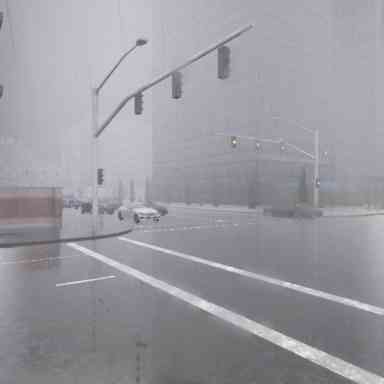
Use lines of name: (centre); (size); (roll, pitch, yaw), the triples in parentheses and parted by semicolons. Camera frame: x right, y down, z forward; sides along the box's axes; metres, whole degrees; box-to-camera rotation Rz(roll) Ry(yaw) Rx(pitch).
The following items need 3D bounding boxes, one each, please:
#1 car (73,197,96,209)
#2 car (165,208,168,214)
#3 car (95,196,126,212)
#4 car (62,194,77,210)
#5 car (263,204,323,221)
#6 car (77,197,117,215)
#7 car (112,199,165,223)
car: (-15.370, 1.526, 47.479); (1.812, 1.442, 4.674); (0, 0, -35)
car: (-4.360, 1.547, 32.085); (2.033, 1.411, 5.357); (0, 0, -36)
car: (-9.740, 1.352, 39.598); (2.097, 1.767, 4.553); (0, 0, -36)
car: (-16.142, 1.221, 42.532); (2.150, 2.045, 5.566); (0, 0, -35)
car: (8.062, 1.601, 27.111); (1.895, 1.301, 4.718); (0, 0, -36)
car: (-9.476, 1.352, 33.222); (2.097, 1.767, 4.553); (0, 0, -36)
car: (-4.250, 1.526, 25.923); (1.812, 1.442, 4.674); (0, 0, -36)
